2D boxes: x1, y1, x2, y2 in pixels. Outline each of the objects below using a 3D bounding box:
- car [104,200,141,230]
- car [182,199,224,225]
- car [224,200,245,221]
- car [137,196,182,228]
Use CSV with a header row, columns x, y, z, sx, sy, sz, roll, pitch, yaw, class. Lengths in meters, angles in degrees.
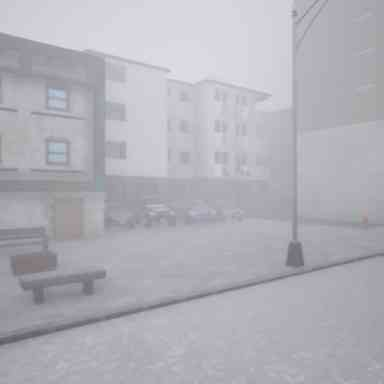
x,y,z,sx,sy,sz,roll,pitch,yaw,class
-4.658,1.392,20.177,1.845,1.501,3.633,0,0,-25,car
-0.072,1.310,23.234,2.242,1.667,4.611,0,0,-25,car
2.249,1.370,25.063,1.816,1.474,4.193,0,0,-25,car
-2.463,1.214,21.244,1.905,1.878,3.866,0,0,-25,car
